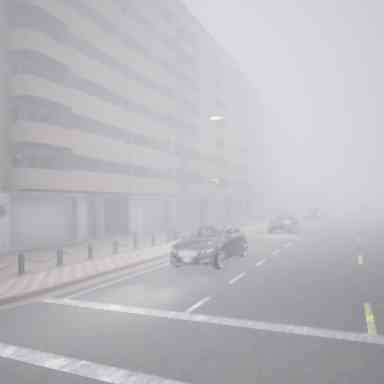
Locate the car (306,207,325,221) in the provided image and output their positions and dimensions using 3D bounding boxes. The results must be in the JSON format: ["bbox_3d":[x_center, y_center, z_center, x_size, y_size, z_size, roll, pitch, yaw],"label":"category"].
[{"bbox_3d":[16.328,2.864,44.205,2.097,1.767,4.553,-3,-3,27],"label":"car"}]

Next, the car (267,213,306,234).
[{"bbox_3d":[7.543,2.538,26.919,2.033,1.411,5.357,-3,-3,27],"label":"car"}]

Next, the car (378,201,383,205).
[{"bbox_3d":[46.449,3.321,80.820,2.150,2.045,5.566,-3,-3,27],"label":"car"}]

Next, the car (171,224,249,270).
[{"bbox_3d":[0.882,2.087,13.477,2.128,1.511,4.902,-3,-3,26],"label":"car"}]

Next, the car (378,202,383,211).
[{"bbox_3d":[41.959,3.408,71.844,1.812,1.442,4.674,-3,-3,27],"label":"car"}]

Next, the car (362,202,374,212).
[{"bbox_3d":[38.650,3.283,73.078,2.150,2.045,5.566,-3,-3,27],"label":"car"}]

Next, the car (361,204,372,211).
[{"bbox_3d":[43.318,3.798,82.302,2.033,1.411,5.357,-4,-3,31],"label":"car"}]
